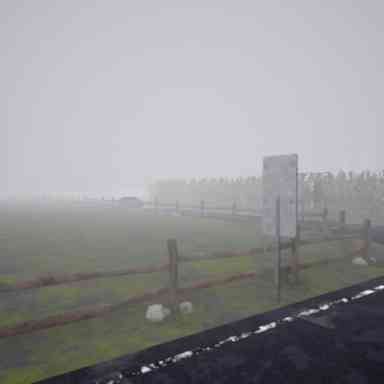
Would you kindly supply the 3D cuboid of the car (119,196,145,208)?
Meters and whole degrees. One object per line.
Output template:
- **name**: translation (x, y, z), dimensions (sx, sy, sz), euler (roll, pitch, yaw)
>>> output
- **car**: translation (-7.734, 1.281, 42.396), dimensions (1.837, 1.490, 4.892), euler (1, 0, -35)
